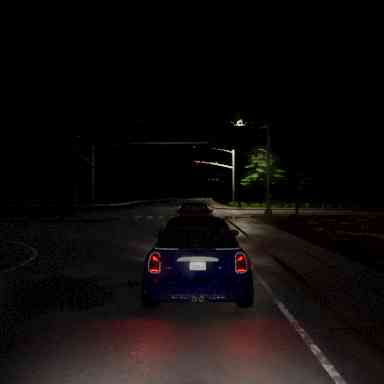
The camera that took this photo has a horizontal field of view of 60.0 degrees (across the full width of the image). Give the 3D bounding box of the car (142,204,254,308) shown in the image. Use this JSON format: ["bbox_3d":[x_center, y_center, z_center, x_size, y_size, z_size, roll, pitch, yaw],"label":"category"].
[{"bbox_3d":[0.106,1.347,8.093,2.097,1.767,4.553,0,0,0],"label":"car"}]

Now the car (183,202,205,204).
[{"bbox_3d":[0.116,1.338,18.214,2.097,1.767,4.553,0,0,0],"label":"car"}]
